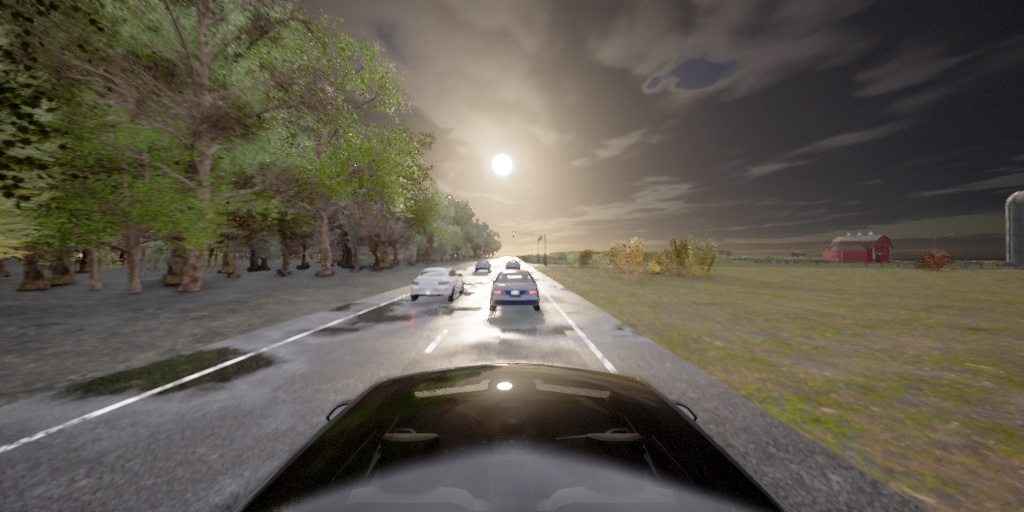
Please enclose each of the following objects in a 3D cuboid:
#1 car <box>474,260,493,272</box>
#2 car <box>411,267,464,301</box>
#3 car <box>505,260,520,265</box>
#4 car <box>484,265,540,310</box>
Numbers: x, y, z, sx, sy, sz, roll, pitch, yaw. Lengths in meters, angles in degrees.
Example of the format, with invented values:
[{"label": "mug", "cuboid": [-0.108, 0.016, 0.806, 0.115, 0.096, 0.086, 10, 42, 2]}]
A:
[{"label": "car", "cuboid": [-3.395, 1.176, 42.954, 2.033, 1.411, 5.357, 0, 0, 0]}, {"label": "car", "cuboid": [-3.397, 1.234, 16.817, 1.812, 1.442, 4.674, 0, 0, 0]}, {"label": "car", "cuboid": [0.108, 1.182, 46.142, 1.994, 1.385, 4.181, 0, 0, 0]}, {"label": "car", "cuboid": [0.101, 1.263, 14.413, 2.033, 1.411, 5.357, 0, 0, 0]}]
